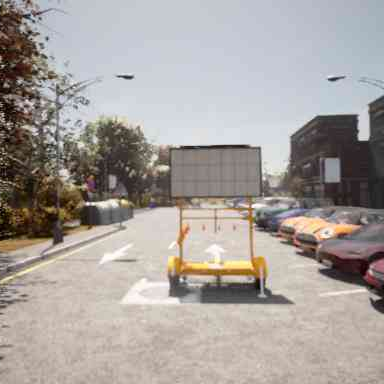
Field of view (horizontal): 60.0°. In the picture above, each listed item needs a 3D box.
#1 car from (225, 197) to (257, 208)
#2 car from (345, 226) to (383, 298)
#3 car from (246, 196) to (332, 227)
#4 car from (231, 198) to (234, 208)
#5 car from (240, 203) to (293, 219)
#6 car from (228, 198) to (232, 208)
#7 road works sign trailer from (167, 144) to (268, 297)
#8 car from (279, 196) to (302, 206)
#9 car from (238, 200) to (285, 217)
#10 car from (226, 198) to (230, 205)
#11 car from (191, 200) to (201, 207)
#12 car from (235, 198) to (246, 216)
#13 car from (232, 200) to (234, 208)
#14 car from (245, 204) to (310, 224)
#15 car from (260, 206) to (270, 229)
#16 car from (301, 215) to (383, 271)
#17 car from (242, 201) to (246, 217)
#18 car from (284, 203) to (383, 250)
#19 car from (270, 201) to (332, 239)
[{"bbox_3d":[9.358,2.009,63.730,5.566,2.045,2.435,0,-1,-17],"label":"car"},{"bbox_3d":[5.833,1.541,6.763,4.674,1.452,2.002,0,0,-16],"label":"car"},{"bbox_3d":[6.745,1.424,21.725,5.566,2.045,2.435,1,0,-17],"label":"car"},{"bbox_3d":[8.294,1.873,45.721,4.553,1.767,2.185,0,-1,-17],"label":"car"},{"bbox_3d":[7.488,1.860,33.714,4.792,1.488,2.163,0,-1,-16],"label":"car"},{"bbox_3d":[8.438,2.042,48.719,5.008,1.535,2.097,0,-1,-16],"label":"car"},{"bbox_3d":[0.625,0.560,8.808,2.380,3.560,2.880,-1,-1,3],"label":"road works sign trailer"},{"bbox_3d":[23.259,2.099,78.916,2.435,2.045,5.566,0,0,-18],"label":"car"},{"bbox_3d":[7.669,1.745,36.725,4.553,1.767,2.185,0,-1,-16],"label":"car"},{"bbox_3d":[8.807,2.168,57.656,5.366,1.575,1.946,0,-1,-17],"label":"car"},{"bbox_3d":[0.929,2.565,76.976,2.128,1.511,4.902,-1,-1,8],"label":"car"},{"bbox_3d":[7.299,1.538,30.724,5.566,2.045,2.435,0,-1,-16],"label":"car"},{"bbox_3d":[8.077,1.995,42.718,4.674,1.452,2.002,0,-1,-16],"label":"car"},{"bbox_3d":[7.107,1.781,27.726,4.792,1.488,2.163,0,0,-16],"label":"car"},{"bbox_3d":[6.568,1.679,18.749,4.674,1.452,2.002,0,-1,-16],"label":"car"},{"bbox_3d":[5.985,1.563,9.751,4.792,1.488,2.163,0,0,-16],"label":"car"},{"bbox_3d":[6.770,1.708,24.684,5.366,1.575,1.946,0,0,-16],"label":"car"},{"bbox_3d":[6.229,1.443,12.763,4.553,1.767,2.185,0,0,-16],"label":"car"},{"bbox_3d":[6.416,1.477,15.759,4.553,1.767,2.185,0,0,-16],"label":"car"}]
